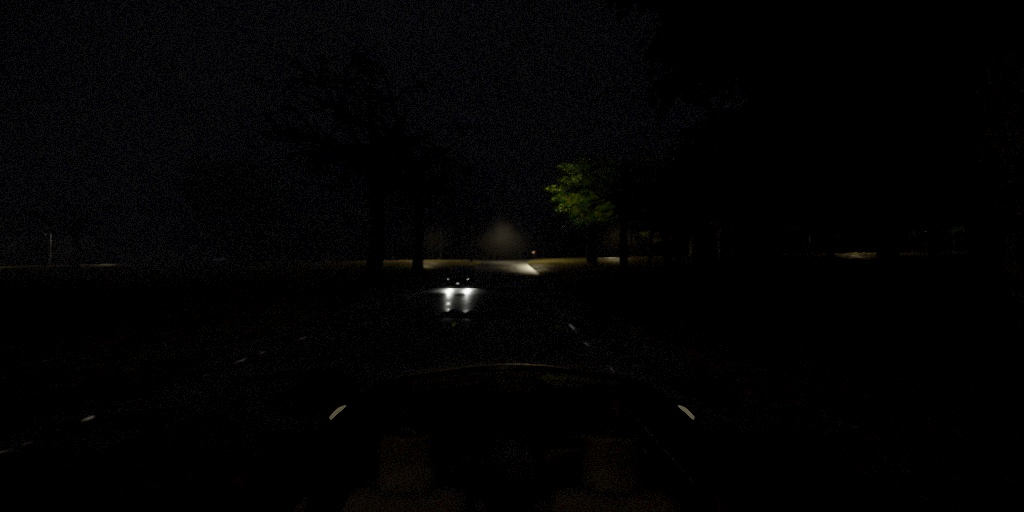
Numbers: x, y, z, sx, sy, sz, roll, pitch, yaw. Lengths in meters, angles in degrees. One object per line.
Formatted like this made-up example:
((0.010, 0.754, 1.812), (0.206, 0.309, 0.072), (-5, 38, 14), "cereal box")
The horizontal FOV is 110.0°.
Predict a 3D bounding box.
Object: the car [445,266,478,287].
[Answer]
((-3.604, 1.449, 26.444), (2.033, 1.411, 5.357), (0, 0, 0), "car")
